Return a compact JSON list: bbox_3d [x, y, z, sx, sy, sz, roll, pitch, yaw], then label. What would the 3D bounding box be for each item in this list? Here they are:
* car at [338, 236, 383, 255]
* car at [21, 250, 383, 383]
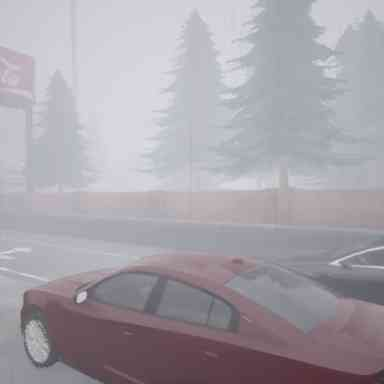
[{"bbox_3d":[3.630,1.497,5.722,4.902,1.511,2.128,-1,0,35],"label":"car"},{"bbox_3d":[-0.165,1.500,4.120,5.008,1.535,1.882,0,0,35],"label":"car"}]
